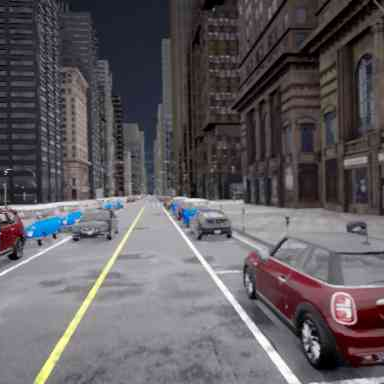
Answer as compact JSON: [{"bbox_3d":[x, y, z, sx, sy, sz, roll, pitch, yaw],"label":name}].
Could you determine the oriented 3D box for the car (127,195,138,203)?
[{"bbox_3d":[-16.154,1.876,87.872,2.192,1.841,5.009,-2,0,-7],"label":"car"}]

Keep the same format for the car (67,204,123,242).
[{"bbox_3d":[-4.998,1.655,17.686,1.837,1.490,4.892,-1,0,-7],"label":"car"}]

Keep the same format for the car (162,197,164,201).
[{"bbox_3d":[-3.154,1.746,50.869,1.802,1.307,4.206,-2,0,-7],"label":"car"}]

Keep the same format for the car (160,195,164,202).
[{"bbox_3d":[-3.833,1.506,56.506,2.192,1.841,5.009,-2,0,-7],"label":"car"}]

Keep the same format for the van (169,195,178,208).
[{"bbox_3d":[-1.144,1.424,33.956,1.690,1.788,3.998,-2,0,-7],"label":"van"}]

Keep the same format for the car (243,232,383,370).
[{"bbox_3d":[2.219,1.394,5.767,1.967,1.590,4.097,-1,0,-7],"label":"car"}]

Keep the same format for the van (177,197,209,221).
[{"bbox_3d":[0.200,1.371,22.681,1.690,1.788,3.998,-2,0,-7],"label":"van"}]

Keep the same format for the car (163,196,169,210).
[{"bbox_3d":[-2.485,1.577,45.231,1.967,1.590,4.097,-2,0,-7],"label":"car"}]

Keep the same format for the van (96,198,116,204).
[{"bbox_3d":[-10.277,1.657,38.575,1.690,1.788,3.998,-2,0,-7],"label":"van"}]

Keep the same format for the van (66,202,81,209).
[{"bbox_3d":[-8.261,1.578,21.662,1.690,1.788,3.998,-1,0,-7],"label":"van"}]

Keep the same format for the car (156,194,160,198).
[{"bbox_3d":[-8.354,1.934,94.491,2.008,1.369,4.403,-2,0,-7],"label":"car"}]

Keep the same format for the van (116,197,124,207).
[{"bbox_3d":[-11.621,1.712,49.849,1.690,1.788,3.998,-2,0,-7],"label":"van"}]

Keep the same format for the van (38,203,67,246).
[{"bbox_3d":[-7.589,1.552,16.025,1.690,1.788,3.998,-1,0,-7],"label":"van"}]

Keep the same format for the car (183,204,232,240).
[{"bbox_3d":[0.878,1.555,17.043,2.008,1.369,4.403,-1,0,-7],"label":"car"}]

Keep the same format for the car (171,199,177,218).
[{"bbox_3d":[-0.467,1.601,28.318,1.887,1.381,4.507,-2,0,-7],"label":"car"}]

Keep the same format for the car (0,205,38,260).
[{"bbox_3d":[-6.918,1.501,10.387,2.192,1.841,5.009,-1,0,-7],"label":"car"}]

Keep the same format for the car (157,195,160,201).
[{"bbox_3d":[-7.019,1.876,83.289,2.008,1.369,4.403,-2,0,-7],"label":"car"}]

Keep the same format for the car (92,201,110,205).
[{"bbox_3d":[-9.599,1.871,32.936,1.802,1.307,4.206,-2,0,-7],"label":"car"}]
